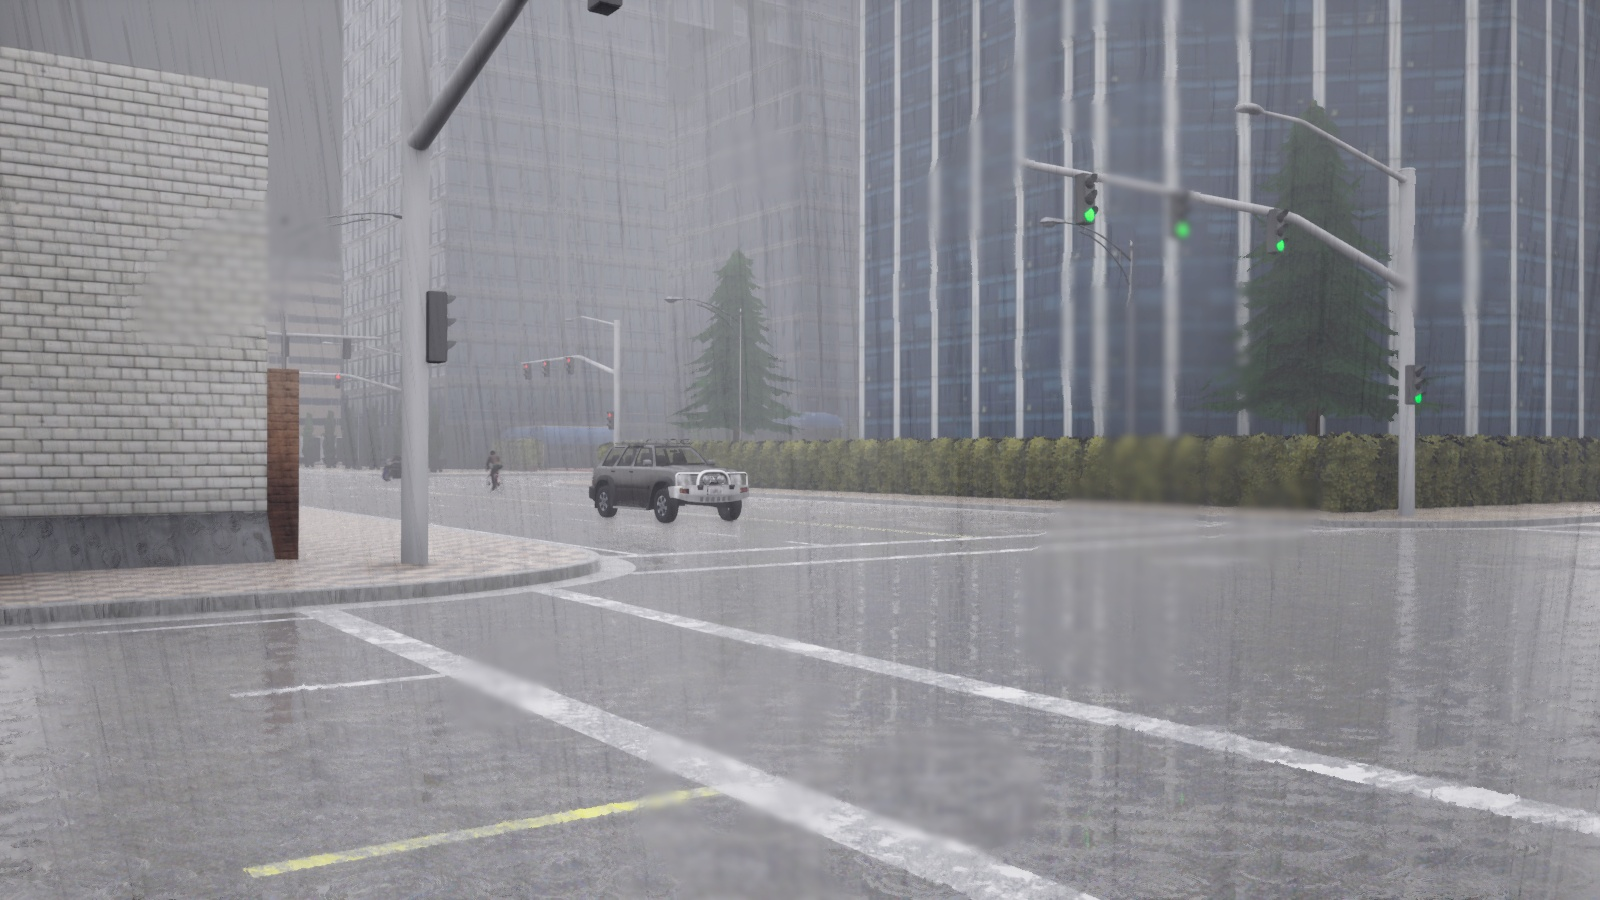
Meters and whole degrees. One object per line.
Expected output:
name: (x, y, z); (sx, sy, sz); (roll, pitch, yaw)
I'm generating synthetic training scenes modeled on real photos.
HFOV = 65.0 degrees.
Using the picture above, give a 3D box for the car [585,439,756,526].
car: (-3.097, 0.695, 29.092); (1.932, 1.855, 4.605); (0, 0, -35)

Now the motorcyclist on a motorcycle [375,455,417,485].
motorcyclist on a motorcycle: (-21.621, 1.045, 67.203); (0.866, 1.530, 2.191); (1, 0, 24)
